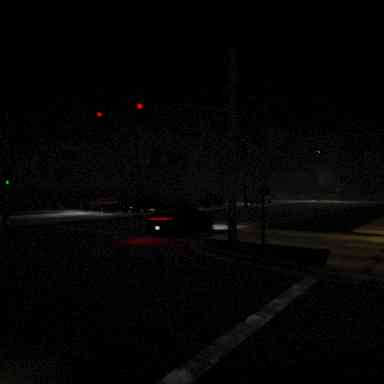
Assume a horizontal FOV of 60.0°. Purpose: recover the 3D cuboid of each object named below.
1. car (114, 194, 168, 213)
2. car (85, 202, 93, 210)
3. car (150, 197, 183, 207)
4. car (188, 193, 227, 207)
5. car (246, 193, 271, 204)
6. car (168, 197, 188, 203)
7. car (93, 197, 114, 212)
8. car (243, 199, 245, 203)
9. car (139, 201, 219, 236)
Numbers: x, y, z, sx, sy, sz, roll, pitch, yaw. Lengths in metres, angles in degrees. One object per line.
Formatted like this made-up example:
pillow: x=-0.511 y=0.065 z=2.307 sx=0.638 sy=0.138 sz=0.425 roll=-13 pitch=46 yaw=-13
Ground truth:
car: x=-5.560 y=1.206 z=37.195 sx=2.150 sy=2.045 sz=5.566 roll=0 pitch=0 yaw=36
car: x=-10.997 y=1.457 z=41.607 sx=1.882 sy=1.535 sz=5.008 roll=0 pitch=0 yaw=36
car: x=-3.905 y=1.527 z=51.315 sx=2.033 sy=1.411 sz=5.357 roll=0 pitch=0 yaw=36
car: x=2.352 y=1.207 z=48.044 sx=2.150 sy=2.045 sz=5.566 roll=0 pitch=0 yaw=36
car: x=12.874 y=1.209 z=62.327 sx=2.150 sy=2.045 sz=5.566 roll=0 pitch=0 yaw=36
car: x=-1.949 y=1.475 z=48.073 sx=2.128 sy=1.511 sz=4.902 roll=0 pitch=0 yaw=36
car: x=-8.719 y=1.583 z=38.798 sx=1.895 sy=1.301 sz=4.718 roll=0 pitch=0 yaw=36
car: x=11.989 y=1.509 z=67.030 sx=1.812 sy=1.442 sz=4.674 roll=0 pitch=0 yaw=35
car: x=-0.529 y=1.499 z=18.429 sx=1.837 sy=1.490 sz=4.892 roll=-3 pitch=-2 yaw=29
